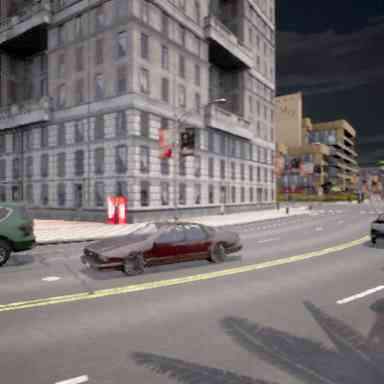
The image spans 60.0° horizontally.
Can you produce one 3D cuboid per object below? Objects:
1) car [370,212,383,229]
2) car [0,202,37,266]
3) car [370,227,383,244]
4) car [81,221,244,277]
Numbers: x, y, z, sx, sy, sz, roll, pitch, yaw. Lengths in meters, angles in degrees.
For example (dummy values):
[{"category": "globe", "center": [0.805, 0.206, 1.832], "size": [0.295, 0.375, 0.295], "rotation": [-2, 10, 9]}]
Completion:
[{"category": "car", "center": [9.988, 1.645, 15.898], "size": [2.128, 1.511, 4.902], "rotation": [-1, -1, 42]}, {"category": "car", "center": [-8.034, 1.375, 10.672], "size": [5.566, 2.045, 2.150], "rotation": [0, 0, -27]}, {"category": "car", "center": [5.973, 1.557, 7.217], "size": [4.902, 1.511, 2.128], "rotation": [0, -1, -38]}, {"category": "car", "center": [-0.746, 1.679, 10.928], "size": [5.357, 1.411, 2.033], "rotation": [0, -1, -35]}]
